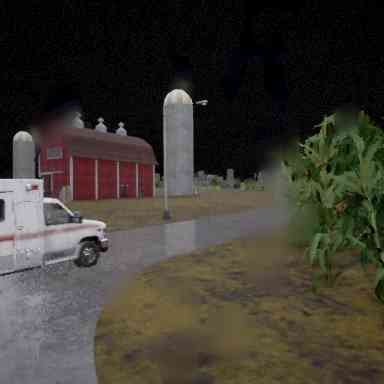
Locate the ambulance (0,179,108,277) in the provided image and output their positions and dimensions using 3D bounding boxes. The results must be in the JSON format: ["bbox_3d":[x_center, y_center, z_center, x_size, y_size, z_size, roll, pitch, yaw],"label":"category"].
[{"bbox_3d":[-4.945,0.951,7.608,2.351,2.431,6.366,-1,1,36],"label":"ambulance"}]
